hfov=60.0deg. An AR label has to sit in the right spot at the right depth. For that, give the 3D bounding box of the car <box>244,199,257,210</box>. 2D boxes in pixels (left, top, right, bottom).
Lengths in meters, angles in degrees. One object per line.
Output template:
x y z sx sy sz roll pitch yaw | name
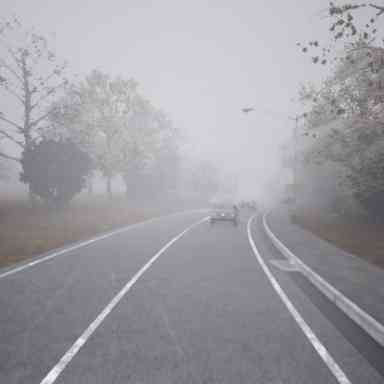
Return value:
7.152 1.584 42.192 1.895 1.301 4.718 2 0 16 | car

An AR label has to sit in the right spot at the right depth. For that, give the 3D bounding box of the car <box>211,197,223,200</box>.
3.172 1.407 41.779 1.812 1.442 4.674 2 0 17 | car

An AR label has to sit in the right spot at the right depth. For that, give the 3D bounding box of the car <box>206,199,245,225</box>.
2.476 1.514 23.899 2.033 1.411 5.357 1 0 11 | car
